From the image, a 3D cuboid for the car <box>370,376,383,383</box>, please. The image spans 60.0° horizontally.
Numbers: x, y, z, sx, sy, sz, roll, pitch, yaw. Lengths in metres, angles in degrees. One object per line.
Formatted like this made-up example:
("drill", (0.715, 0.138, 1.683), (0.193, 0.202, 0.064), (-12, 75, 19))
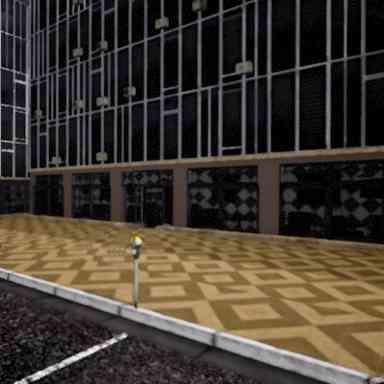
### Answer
("car", (2.551, 1.450, 1.057), (4.097, 1.590, 1.967), (0, 0, 35))
